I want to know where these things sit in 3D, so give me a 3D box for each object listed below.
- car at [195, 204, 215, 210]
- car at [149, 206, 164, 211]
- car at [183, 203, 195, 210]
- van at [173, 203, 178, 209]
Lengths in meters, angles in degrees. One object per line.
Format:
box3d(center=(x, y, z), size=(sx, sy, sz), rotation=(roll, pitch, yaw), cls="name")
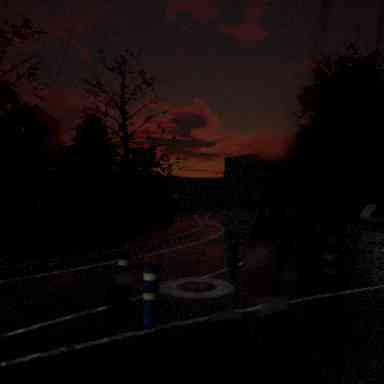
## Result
box3d(center=(3.418, 3.421, 75.603), size=(2.002, 1.452, 4.674), rotation=(3, -5, -36), cls="car")
box3d(center=(-9.460, 4.750, 93.439), size=(2.002, 1.452, 4.674), rotation=(1, -4, -36), cls="car")
box3d(center=(0.196, 3.741, 80.044), size=(2.163, 1.488, 4.792), rotation=(1, -4, -36), cls="car")
box3d(center=(-3.087, 3.825, 84.602), size=(1.878, 1.987, 4.442), rotation=(1, -4, -36), cls="van")
